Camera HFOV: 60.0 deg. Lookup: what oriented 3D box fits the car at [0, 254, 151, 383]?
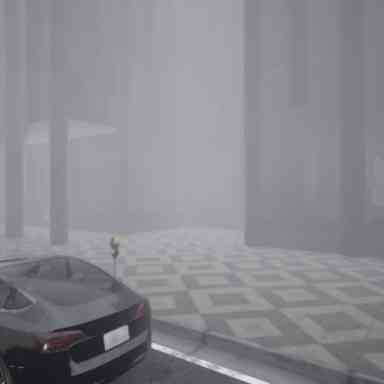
[{"bbox_3d":[-2.493,1.585,4.744,4.313,1.339,1.947,0,0,36],"label":"car"}]
